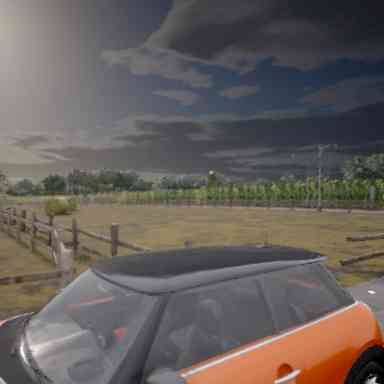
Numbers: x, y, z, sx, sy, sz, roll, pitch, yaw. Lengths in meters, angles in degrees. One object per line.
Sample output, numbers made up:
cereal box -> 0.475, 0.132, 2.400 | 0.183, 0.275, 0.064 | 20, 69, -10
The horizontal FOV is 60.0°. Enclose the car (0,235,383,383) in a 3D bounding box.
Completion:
car -> -0.346, 1.355, 2.821 | 4.553, 1.767, 2.097 | 0, 0, -35
